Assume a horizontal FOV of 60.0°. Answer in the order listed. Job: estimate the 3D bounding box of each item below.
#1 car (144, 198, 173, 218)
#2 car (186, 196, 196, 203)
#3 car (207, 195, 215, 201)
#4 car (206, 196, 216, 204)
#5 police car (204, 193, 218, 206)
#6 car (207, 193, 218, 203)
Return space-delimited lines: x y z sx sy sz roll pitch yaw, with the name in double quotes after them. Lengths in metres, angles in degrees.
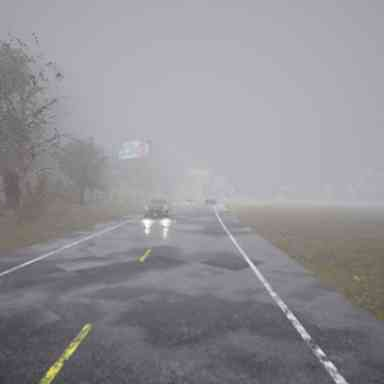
-2.962 1.331 29.992 2.097 1.767 4.553 0 0 2 "car"
-0.203 1.552 71.293 2.033 1.411 5.357 0 0 5 "car"
5.157 1.545 89.626 1.812 1.442 4.674 0 0 7 "car"
3.790 1.487 64.750 1.882 1.535 5.008 0 0 5 "car"
3.033 1.404 54.922 1.930 1.638 5.238 0 0 4 "police car"
4.312 1.263 70.739 2.150 2.045 5.566 0 0 5 "car"
